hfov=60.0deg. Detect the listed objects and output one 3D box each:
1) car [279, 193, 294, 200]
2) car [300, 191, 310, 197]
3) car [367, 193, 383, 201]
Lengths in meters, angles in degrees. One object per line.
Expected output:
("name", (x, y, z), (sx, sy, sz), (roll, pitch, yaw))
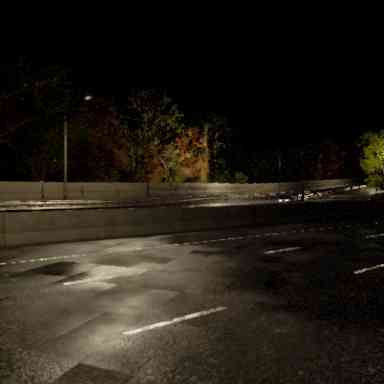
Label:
("car", (19.206, 0.858, 67.532), (2.033, 1.411, 5.357), (0, 1, 31))
("car", (27.679, 0.440, 80.899), (2.128, 1.511, 4.902), (0, 2, 33))
("car", (32.260, 1.214, 57.010), (5.566, 2.045, 2.150), (0, 0, -35))
